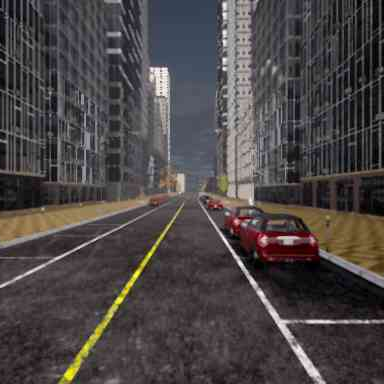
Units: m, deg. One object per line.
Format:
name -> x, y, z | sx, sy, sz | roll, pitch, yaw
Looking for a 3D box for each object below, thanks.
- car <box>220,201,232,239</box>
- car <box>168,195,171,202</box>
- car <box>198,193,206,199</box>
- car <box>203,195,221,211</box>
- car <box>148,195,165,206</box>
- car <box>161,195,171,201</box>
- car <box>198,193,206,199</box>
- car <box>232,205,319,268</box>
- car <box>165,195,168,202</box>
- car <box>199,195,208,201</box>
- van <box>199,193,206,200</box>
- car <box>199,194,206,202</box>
car -> 2.697, 1.401, 16.918 | 1.967, 1.590, 4.097 | 0, 0, 0
car -> -5.667, 1.348, 68.160 | 1.887, 1.381, 4.507 | 0, 0, 0
car -> 2.721, 1.153, 90.918 | 1.967, 1.590, 4.097 | 0, 0, 0
car -> 2.704, 1.446, 39.689 | 1.887, 1.381, 4.507 | 0, 0, 0
car -> -5.673, 1.409, 51.082 | 1.887, 1.381, 4.507 | 0, 0, 0
car -> -5.666, 1.348, 73.853 | 1.947, 1.339, 4.313 | 0, 0, 0
car -> 2.713, 1.369, 68.150 | 1.947, 1.339, 4.313 | 0, 0, 0
car -> 2.695, 1.415, 11.226 | 1.967, 1.590, 4.097 | 0, 0, 0
car -> -5.671, 1.426, 56.776 | 1.802, 1.307, 4.206 | 0, 0, 0
car -> 2.717, 1.326, 79.534 | 1.947, 1.339, 4.313 | 0, 0, 0
van -> 2.719, 1.078, 85.227 | 1.690, 1.788, 3.998 | 0, 0, 0
car -> 2.710, 1.410, 56.766 | 1.947, 1.339, 4.313 | 0, 0, 0
